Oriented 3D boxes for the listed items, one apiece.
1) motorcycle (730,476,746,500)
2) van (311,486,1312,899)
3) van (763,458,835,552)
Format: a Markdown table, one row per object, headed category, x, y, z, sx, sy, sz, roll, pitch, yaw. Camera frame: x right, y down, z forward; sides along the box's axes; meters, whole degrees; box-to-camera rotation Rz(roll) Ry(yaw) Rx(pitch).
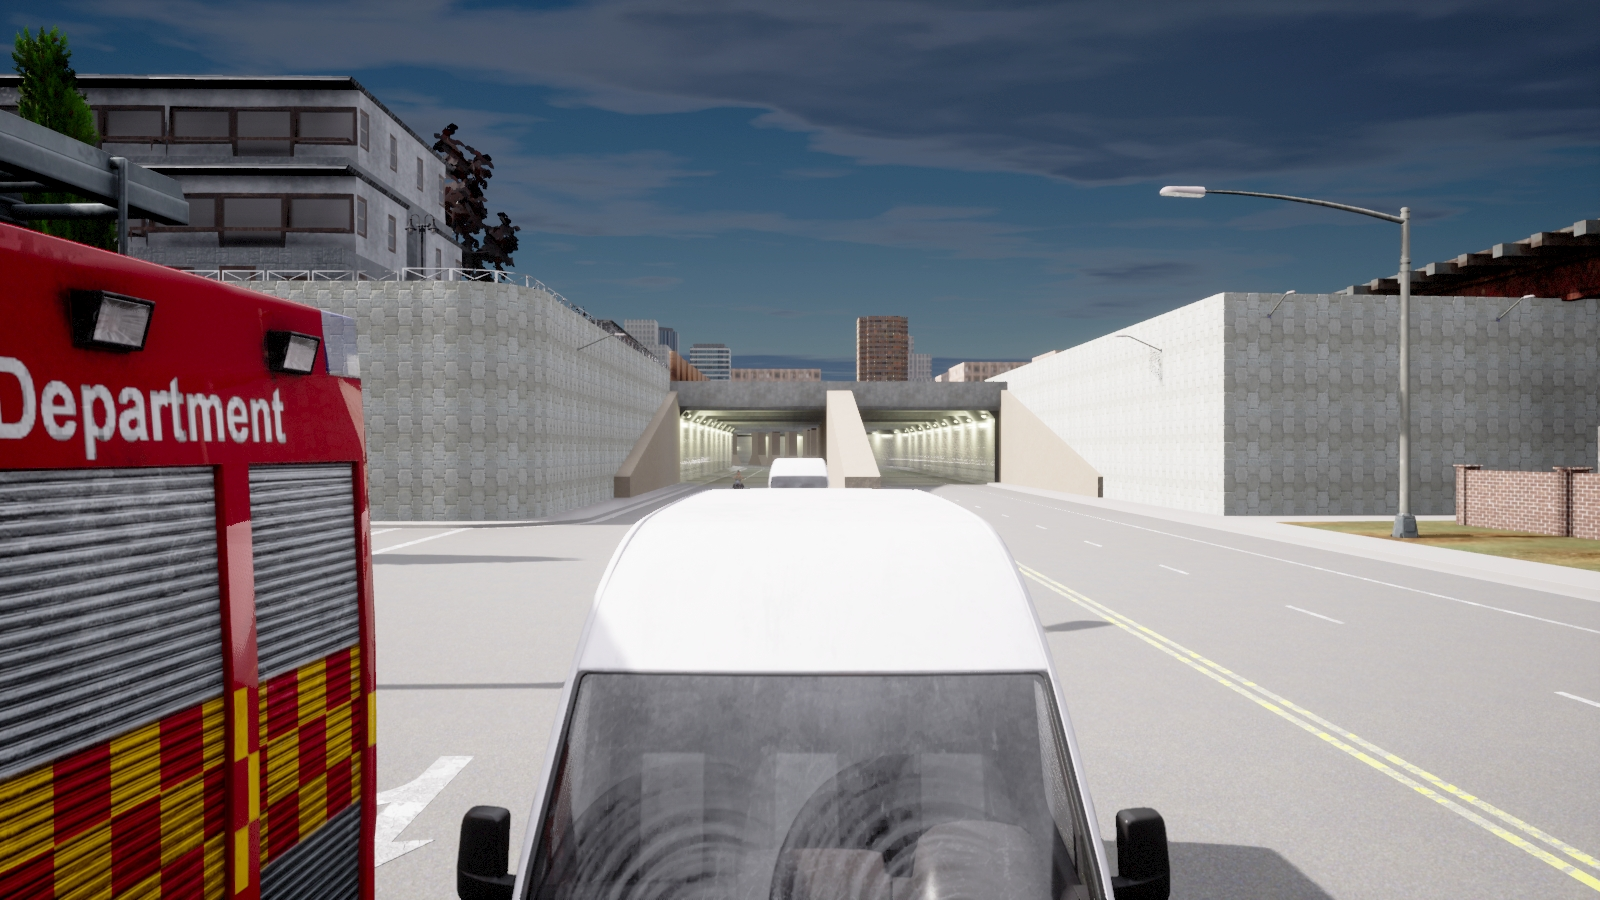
| category | x | y | z | sx | sy | sz | roll | pitch | yaw |
| --- | --- | --- | --- | --- | --- | --- | --- | --- | --- |
| motorcycle | -3.552 | 2.167 | 65.508 | 0.764 | 1.277 | 2.356 | 0 | 0 | 0 |
| van | 0.047 | 1.534 | 5.225 | 1.988 | 2.561 | 5.915 | 0 | 0 | 1 |
| van | -0.033 | 1.534 | 34.544 | 1.988 | 2.561 | 5.915 | 0 | 0 | 0 |
